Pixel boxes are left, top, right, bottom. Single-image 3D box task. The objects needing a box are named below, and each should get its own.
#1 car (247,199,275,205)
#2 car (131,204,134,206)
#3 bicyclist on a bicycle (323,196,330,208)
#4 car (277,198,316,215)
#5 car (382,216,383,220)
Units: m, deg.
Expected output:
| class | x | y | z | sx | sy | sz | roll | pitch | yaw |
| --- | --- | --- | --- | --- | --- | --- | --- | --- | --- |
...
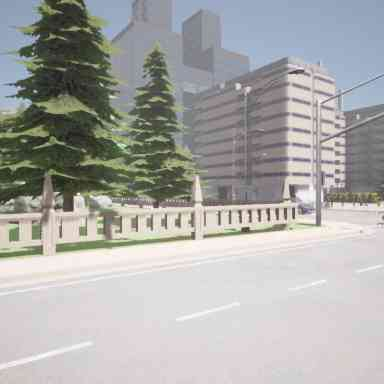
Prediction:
| class | x | y | z | sx | sy | sz | roll | pitch | yaw |
| --- | --- | --- | --- | --- | --- | --- | --- | --- | --- |
| car | 5.840 | 1.504 | 34.284 | 1.837 | 1.490 | 4.892 | 0 | 0 | -35 |
| car | -8.352 | 1.601 | 54.300 | 1.895 | 1.301 | 4.718 | 0 | 0 | -35 |
| bicyclist on a bicycle | 17.409 | 1.302 | 43.008 | 1.656 | 1.620 | 0.582 | 0 | 0 | -35 |
| car | 10.387 | 1.355 | 33.936 | 2.097 | 1.767 | 4.553 | 0 | 0 | -35 |
| car | 15.152 | 1.548 | 21.088 | 2.033 | 1.411 | 5.357 | 0 | 0 | -34 |
